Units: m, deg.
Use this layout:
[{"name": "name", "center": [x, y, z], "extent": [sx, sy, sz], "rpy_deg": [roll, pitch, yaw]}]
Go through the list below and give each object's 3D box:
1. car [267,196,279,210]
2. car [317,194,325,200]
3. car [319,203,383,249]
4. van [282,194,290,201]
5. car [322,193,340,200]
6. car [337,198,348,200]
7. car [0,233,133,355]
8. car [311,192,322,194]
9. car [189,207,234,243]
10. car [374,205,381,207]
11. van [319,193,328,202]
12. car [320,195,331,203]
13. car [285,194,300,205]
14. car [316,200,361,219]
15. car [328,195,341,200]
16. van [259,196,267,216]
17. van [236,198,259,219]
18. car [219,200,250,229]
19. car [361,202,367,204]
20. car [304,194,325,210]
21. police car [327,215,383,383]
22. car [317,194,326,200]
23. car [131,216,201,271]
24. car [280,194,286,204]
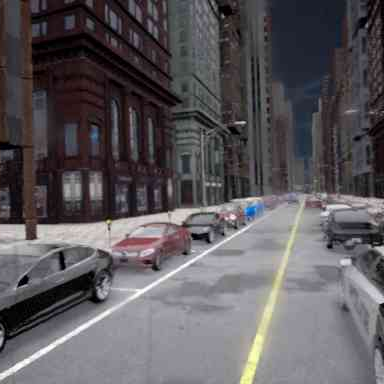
[{"name": "car", "center": [9.709, 1.422, 43.518], "extent": [2.192, 1.841, 5.009], "rpy_deg": [-2, -1, 19]}, {"name": "car", "center": [34.336, 1.333, 88.886], "extent": [1.752, 1.417, 4.829], "rpy_deg": [-2, -1, 19]}, {"name": "car", "center": [6.504, 1.428, 13.896], "extent": [1.837, 1.490, 4.892], "rpy_deg": [-2, -1, 19]}, {"name": "van", "center": [24.380, 1.429, 86.158], "extent": [1.690, 1.788, 3.998], "rpy_deg": [-2, -1, 19]}, {"name": "car", "center": [19.605, 1.138, 46.090], "extent": [2.192, 1.841, 5.009], "rpy_deg": [-2, -1, 19]}, {"name": "car", "center": [12.279, 1.395, 24.769], "extent": [2.008, 1.369, 4.403], "rpy_deg": [-2, -1, 19]}, {"name": "car", "center": [-3.117, 1.721, 6.205], "extent": [1.947, 1.339, 4.313], "rpy_deg": [-2, -1, 19]}, {"name": "car", "center": [19.060, 1.261, 52.982], "extent": [2.097, 1.767, 4.553], "rpy_deg": [-2, -1, 19]}, {"name": "car", "center": [0.550, 1.704, 16.866], "extent": [1.947, 1.339, 4.313], "rpy_deg": [-2, -1, 19]}, {"name": "car", "center": [8.611, 1.409, 14.109], "extent": [2.008, 1.369, 4.403], "rpy_deg": [-2, -1, 19]}, {"name": "van", "center": [28.773, 1.152, 72.738], "extent": [1.690, 1.788, 3.998], "rpy_deg": [-2, -1, 19]}, {"name": "car", "center": [27.001, 1.337, 67.567], "extent": [1.752, 1.417, 4.829], "rpy_deg": [-2, -1, 19]}, {"name": "car", "center": [18.314, 1.604, 60.005], "extent": [1.895, 1.301, 4.718], "rpy_deg": [-2, -1, 19]}, {"name": "car", "center": [8.515, 1.438, 19.549], "extent": [1.812, 1.442, 4.674], "rpy_deg": [-2, -1, 19]}, {"name": "car", "center": [15.945, 1.377, 35.428], "extent": [1.887, 1.381, 4.507], "rpy_deg": [-2, -1, 19]}, {"name": "van", "center": [6.043, 1.459, 32.858], "extent": [1.690, 1.788, 3.998], "rpy_deg": [-2, -1, 19]}, {"name": "van", "center": [4.210, 1.465, 27.528], "extent": [1.690, 1.788, 3.998], "rpy_deg": [-2, -1, 19]}, {"name": "car", "center": [2.379, 1.571, 22.198], "extent": [1.967, 1.590, 4.097], "rpy_deg": [-2, -1, 19]}, {"name": "car", "center": [10.446, 1.433, 19.439], "extent": [1.802, 1.307, 4.206], "rpy_deg": [-2, -1, 19]}, {"name": "car", "center": [14.922, 1.395, 40.882], "extent": [1.882, 1.535, 5.008], "rpy_deg": [-2, 0, 20]}, {"name": "police car", "center": [3.217, 1.367, 4.540], "extent": [1.930, 1.638, 5.238], "rpy_deg": [-2, 0, 17]}, {"name": "car", "center": [32.444, 1.248, 83.396], "extent": [1.967, 1.590, 4.097], "rpy_deg": [-2, -1, 19]}, {"name": "car", "center": [-1.283, 1.728, 11.536], "extent": [1.802, 1.307, 4.206], "rpy_deg": [-2, -1, 19]}, {"name": "car", "center": [17.052, 1.638, 64.836], "extent": [1.887, 1.381, 4.507], "rpy_deg": [-2, -1, 19]}]
